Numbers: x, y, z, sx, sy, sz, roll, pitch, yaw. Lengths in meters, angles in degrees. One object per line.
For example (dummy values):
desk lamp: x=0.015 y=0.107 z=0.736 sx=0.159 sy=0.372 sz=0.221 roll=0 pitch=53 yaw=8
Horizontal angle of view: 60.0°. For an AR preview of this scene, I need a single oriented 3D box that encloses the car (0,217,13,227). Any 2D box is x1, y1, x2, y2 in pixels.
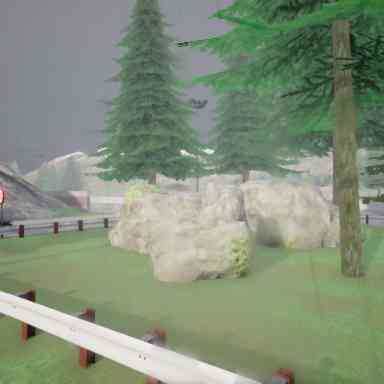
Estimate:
car: x=-10.988 y=1.359 z=15.387 sx=5.357 sy=1.411 sz=2.033 roll=0 pitch=0 yaw=15
